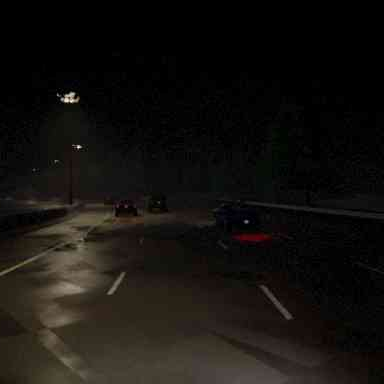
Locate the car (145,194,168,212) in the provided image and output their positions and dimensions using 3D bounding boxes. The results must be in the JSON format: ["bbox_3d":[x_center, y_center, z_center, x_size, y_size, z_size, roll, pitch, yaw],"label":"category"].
[{"bbox_3d":[-4.391,1.298,40.380,2.150,2.045,5.566,0,0,-14],"label":"car"}]

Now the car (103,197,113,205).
[{"bbox_3d":[-15.940,1.754,64.151,2.128,1.511,4.902,-1,0,-23],"label":"car"}]

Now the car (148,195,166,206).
[{"bbox_3d":[-6.260,1.462,58.661,2.097,1.767,4.553,-1,0,-20],"label":"car"}]

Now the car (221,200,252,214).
[{"bbox_3d":[4.591,1.537,34.973,1.895,1.301,4.718,-1,0,-9],"label":"car"}]

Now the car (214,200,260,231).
[{"bbox_3d":[2.616,1.441,20.287,1.882,1.535,5.008,0,0,-7],"label":"car"}]

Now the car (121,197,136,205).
[{"bbox_3d":[-12.368,1.732,64.675,1.812,1.442,4.674,-1,0,-23],"label":"car"}]

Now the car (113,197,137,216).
[{"bbox_3d":[-6.771,1.465,34.197,2.097,1.767,4.553,-1,0,-12],"label":"car"}]
